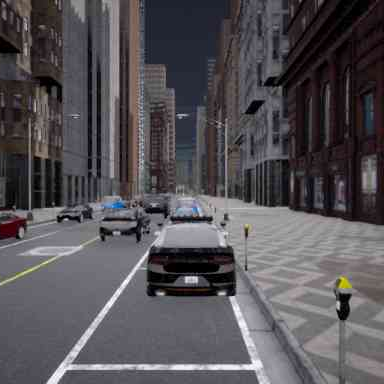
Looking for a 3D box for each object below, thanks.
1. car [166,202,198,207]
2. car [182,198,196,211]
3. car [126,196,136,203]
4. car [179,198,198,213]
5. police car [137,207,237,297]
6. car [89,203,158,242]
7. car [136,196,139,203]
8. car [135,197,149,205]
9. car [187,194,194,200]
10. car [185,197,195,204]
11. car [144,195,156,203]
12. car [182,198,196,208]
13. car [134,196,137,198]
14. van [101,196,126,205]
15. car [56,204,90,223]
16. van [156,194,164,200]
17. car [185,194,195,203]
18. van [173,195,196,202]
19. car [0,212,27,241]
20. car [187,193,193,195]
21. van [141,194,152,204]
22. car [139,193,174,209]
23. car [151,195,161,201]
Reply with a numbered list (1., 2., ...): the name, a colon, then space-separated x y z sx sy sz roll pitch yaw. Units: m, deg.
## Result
1. car: -0.385 1.530 20.269 1.752 1.417 4.829 0 0 0
2. car: -0.385 1.541 42.814 1.752 1.417 4.829 0 0 0
3. car: -8.910 1.582 42.633 1.947 1.339 4.313 0 0 0
4. car: -0.386 1.453 37.008 1.967 1.590 4.097 0 0 0
5. police car: -0.012 1.426 8.760 1.930 1.638 5.238 0 0 0
6. car: -3.127 1.496 16.323 2.128 1.511 4.902 0 0 0
7. car: -6.152 1.566 47.352 2.033 1.411 5.357 0 0 0
8. car: -8.910 1.570 59.543 1.887 1.381 4.507 0 0 0
9. car: -0.386 1.484 93.370 1.967 1.590 4.097 0 0 0
10. car: -0.385 1.594 65.189 1.947 1.339 4.313 0 0 0
11. car: -8.911 1.471 70.817 1.967 1.590 4.097 0 0 0
12. car: -0.385 1.570 48.280 2.008 1.369 4.403 0 0 0
13. car: -8.910 1.585 48.269 1.947 1.339 4.313 0 0 0
14. van: -8.911 1.354 36.996 1.690 1.788 3.998 0 0 0
15. car: -8.910 1.573 25.722 1.947 1.339 4.313 0 0 0
16. van: -8.911 1.385 93.363 1.690 1.788 3.998 0 0 0
17. car: -0.386 1.346 70.826 2.192 1.841 5.009 0 0 0
18. van: -0.386 1.348 25.735 1.690 1.788 3.998 0 0 0
19. car: -8.910 1.547 14.449 1.887 1.381 4.507 0 0 0
20. car: -0.386 1.465 59.552 1.967 1.590 4.097 0 0 0
21. van: -8.911 1.369 65.180 1.690 1.788 3.998 0 0 0
22. car: -3.137 1.235 30.386 2.150 2.045 5.566 0 0 0
23. car: -8.911 1.478 82.090 1.967 1.590 4.097 0 0 0
